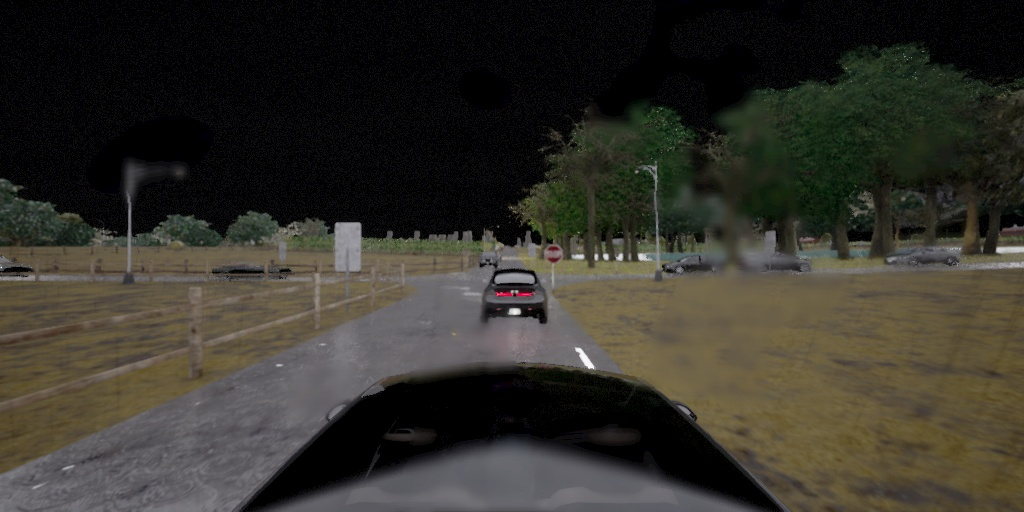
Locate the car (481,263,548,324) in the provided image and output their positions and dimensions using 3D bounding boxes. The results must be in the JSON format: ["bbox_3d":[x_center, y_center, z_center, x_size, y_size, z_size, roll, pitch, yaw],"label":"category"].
[{"bbox_3d":[0.081,1.142,11.527,1.837,1.490,4.892,0,1,0],"label":"car"}]

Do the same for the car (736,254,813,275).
[{"bbox_3d":[18.951,0.565,25.935,4.902,1.511,2.128,-1,0,0],"label":"car"}]

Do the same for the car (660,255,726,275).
[{"bbox_3d":[14.524,0.703,28.851,4.892,1.490,1.837,-2,0,0],"label":"car"}]

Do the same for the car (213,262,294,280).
[{"bbox_3d":[-18.500,1.077,25.806,4.718,1.301,1.895,0,0,0],"label":"car"}]

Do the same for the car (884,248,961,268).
[{"bbox_3d":[33.003,0.128,28.901,4.902,1.511,2.128,-2,0,0],"label":"car"}]

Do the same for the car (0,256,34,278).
[{"bbox_3d":[-37.606,0.703,25.763,4.553,1.767,2.097,1,0,0],"label":"car"}]

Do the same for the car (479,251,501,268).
[{"bbox_3d":[-2.830,0.414,44.686,2.150,2.045,5.566,0,1,1],"label":"car"}]
